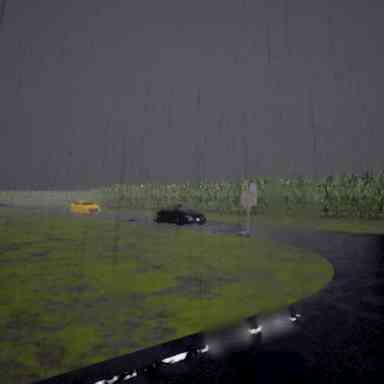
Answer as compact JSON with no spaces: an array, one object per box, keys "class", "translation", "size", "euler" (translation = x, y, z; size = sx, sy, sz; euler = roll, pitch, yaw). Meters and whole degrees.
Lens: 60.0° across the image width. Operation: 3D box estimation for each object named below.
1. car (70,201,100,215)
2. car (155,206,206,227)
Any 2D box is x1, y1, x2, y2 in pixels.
[{"class":"car","translation":[-11.913,1.719,36.939],"size":[1.882,1.535,5.008],"euler":[0,-1,-40]},{"class":"car","translation":[-0.898,1.680,23.886],"size":[1.994,1.385,4.181],"euler":[0,-1,-40]}]
